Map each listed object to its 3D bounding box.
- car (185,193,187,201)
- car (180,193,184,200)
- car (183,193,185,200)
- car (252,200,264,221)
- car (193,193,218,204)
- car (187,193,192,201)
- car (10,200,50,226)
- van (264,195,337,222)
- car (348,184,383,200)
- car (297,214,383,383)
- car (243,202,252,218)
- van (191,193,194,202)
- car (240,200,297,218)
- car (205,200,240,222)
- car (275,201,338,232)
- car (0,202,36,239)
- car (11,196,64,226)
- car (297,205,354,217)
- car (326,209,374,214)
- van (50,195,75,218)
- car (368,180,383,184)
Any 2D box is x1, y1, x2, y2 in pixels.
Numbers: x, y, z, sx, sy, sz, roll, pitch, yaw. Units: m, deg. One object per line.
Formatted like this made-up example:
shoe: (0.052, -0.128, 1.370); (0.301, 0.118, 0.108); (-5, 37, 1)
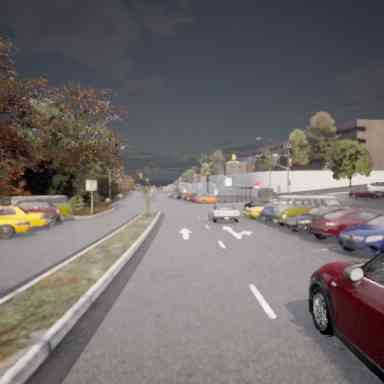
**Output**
car: (2.066, 1.317, 76.980); (5.566, 2.045, 2.435); (0, 0, -29)
car: (0.705, 1.293, 85.891); (5.566, 2.045, 2.435); (0, 0, -29)
car: (1.299, 1.550, 82.998); (5.366, 1.575, 1.946); (0, 0, -29)
car: (7.161, 1.318, 24.335); (4.553, 1.767, 2.185); (1, 0, -23)
car: (3.300, 1.467, 68.013); (4.553, 1.767, 2.185); (0, 0, -28)
car: (2.462, 1.325, 73.969); (5.566, 2.045, 2.435); (1, 0, -28)
car: (-11.117, 1.489, 18.837); (5.366, 1.575, 1.946); (-1, 0, -22)
van: (7.170, 1.221, 21.260); (4.442, 1.987, 1.878); (1, 0, -23)
car: (22.080, 0.152, 41.922); (2.002, 1.452, 4.674); (-7, 4, -28)
car: (3.043, 1.346, 3.825); (2.097, 1.767, 4.553); (0, 0, -1)
car: (6.799, 1.434, 27.267); (5.366, 1.575, 1.946); (1, 0, -23)
van: (2.816, 1.358, 70.951); (4.442, 1.987, 1.878); (0, 0, -28)
car: (6.975, 1.471, 30.323); (4.792, 1.488, 2.163); (1, 0, -24)
car: (2.349, 1.568, 25.744); (1.895, 1.301, 4.718); (0, 0, -3)
car: (7.404, 1.454, 18.289); (4.892, 1.521, 2.231); (1, 0, -22)
car: (-10.660, 1.486, 16.022); (5.366, 1.575, 1.946); (-1, 0, -22)
car: (-11.050, 1.361, 21.877); (4.553, 1.767, 2.185); (-1, 0, -22)
car: (7.498, 1.496, 15.273); (4.674, 1.452, 2.002); (1, 0, -22)
car: (7.594, 1.501, 12.250); (4.674, 1.452, 2.002); (1, 0, -22)
van: (-11.130, 1.257, 24.870); (4.442, 1.987, 1.878); (-1, 0, -23)
car: (25.046, -0.426, 42.323); (2.435, 2.045, 5.566); (-7, 4, -28)
